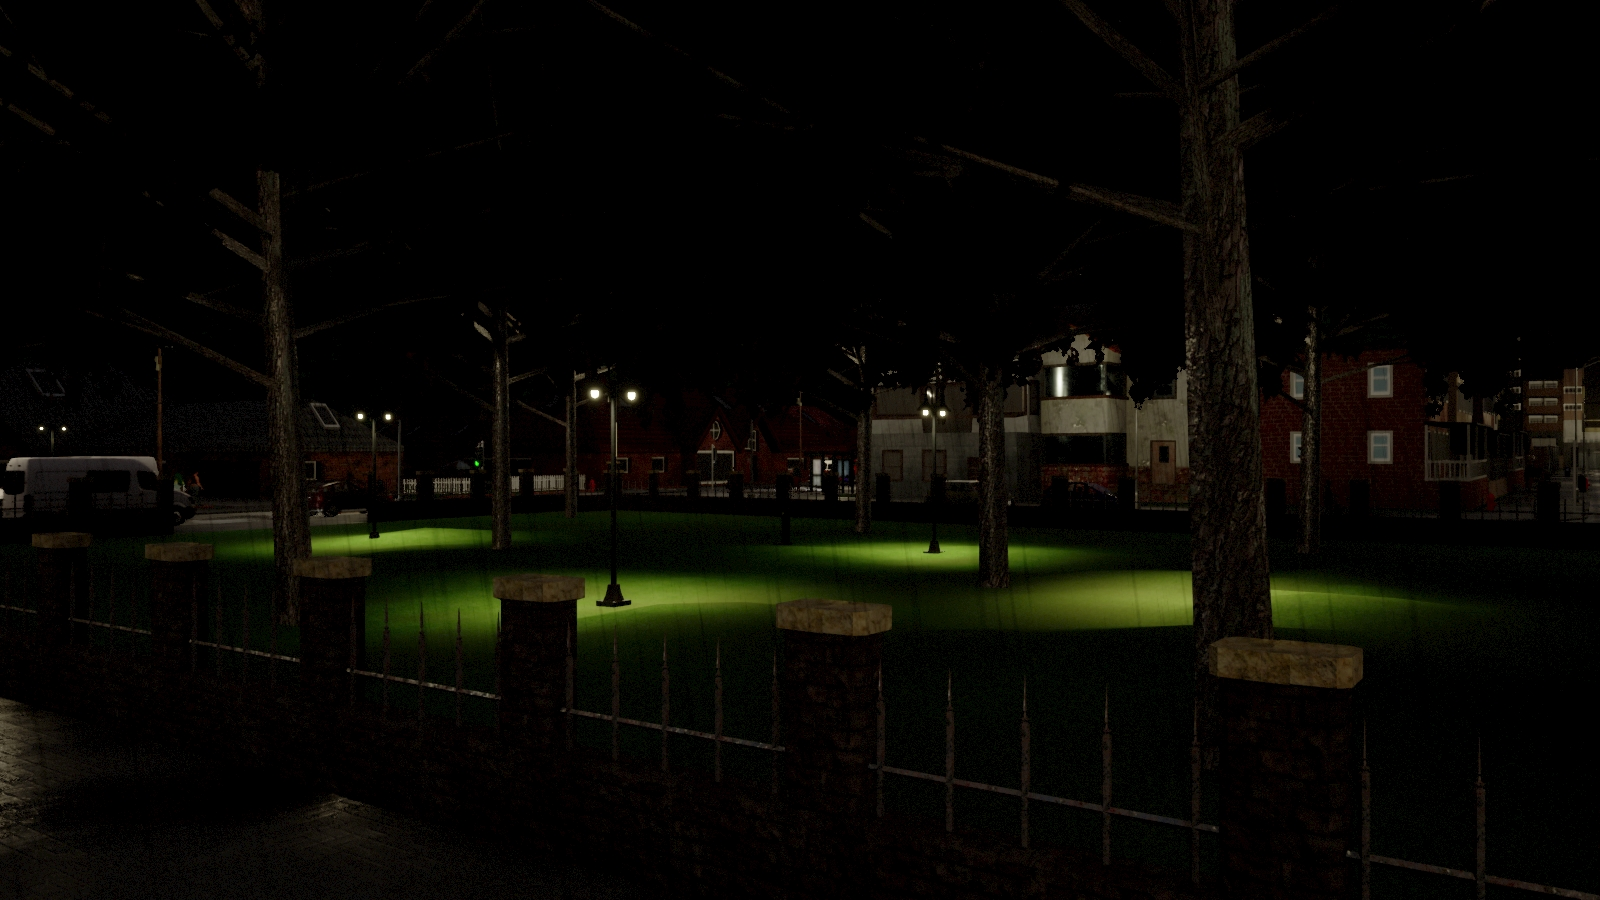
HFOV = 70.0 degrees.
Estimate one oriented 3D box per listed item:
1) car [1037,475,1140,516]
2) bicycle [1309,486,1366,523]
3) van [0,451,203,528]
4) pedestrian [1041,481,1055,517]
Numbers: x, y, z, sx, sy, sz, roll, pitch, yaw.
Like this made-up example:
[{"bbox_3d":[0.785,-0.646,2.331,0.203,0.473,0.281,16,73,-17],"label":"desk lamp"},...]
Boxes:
[{"bbox_3d":[11.752,1.818,46.570,3.633,1.501,1.845,0,0,35],"label":"car"},{"bbox_3d":[19.375,1.940,41.205,1.835,1.271,0.329,0,0,35],"label":"bicycle"},{"bbox_3d":[-24.812,1.315,40.828,1.988,2.561,5.915,0,0,36],"label":"van"},{"bbox_3d":[9.089,1.804,41.878,0.375,1.300,0.375,0,0,33],"label":"pedestrian"}]
